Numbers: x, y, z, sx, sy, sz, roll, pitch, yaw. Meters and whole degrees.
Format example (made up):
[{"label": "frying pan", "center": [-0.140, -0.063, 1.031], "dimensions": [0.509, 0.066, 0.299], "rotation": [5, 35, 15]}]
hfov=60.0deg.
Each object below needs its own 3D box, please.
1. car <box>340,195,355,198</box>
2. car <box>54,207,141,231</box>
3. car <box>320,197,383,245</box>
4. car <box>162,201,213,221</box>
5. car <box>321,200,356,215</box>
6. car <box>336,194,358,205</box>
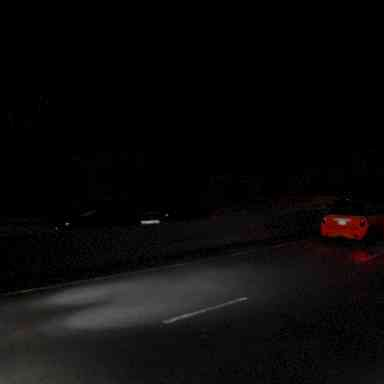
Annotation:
[{"label": "car", "center": [23.686, 1.509, 48.796], "dimensions": [1.895, 1.301, 4.718], "rotation": [0, 0, 42]}, {"label": "car", "center": [-5.010, 1.551, 18.132], "dimensions": [4.674, 1.442, 1.812], "rotation": [0, 0, -41]}, {"label": "car", "center": [7.853, 1.311, 15.542], "dimensions": [4.553, 1.767, 2.097], "rotation": [0, 0, -45]}, {"label": "car", "center": [-0.278, 1.525, 27.408], "dimensions": [1.837, 1.490, 4.892], "rotation": [0, 0, 43]}, {"label": "car", "center": [15.000, 1.541, 33.844], "dimensions": [1.895, 1.301, 4.718], "rotation": [0, 0, 42]}, {"label": "car", "center": [26.831, 1.252, 57.514], "dimensions": [2.097, 1.767, 4.553], "rotation": [0, 0, 42]}]
